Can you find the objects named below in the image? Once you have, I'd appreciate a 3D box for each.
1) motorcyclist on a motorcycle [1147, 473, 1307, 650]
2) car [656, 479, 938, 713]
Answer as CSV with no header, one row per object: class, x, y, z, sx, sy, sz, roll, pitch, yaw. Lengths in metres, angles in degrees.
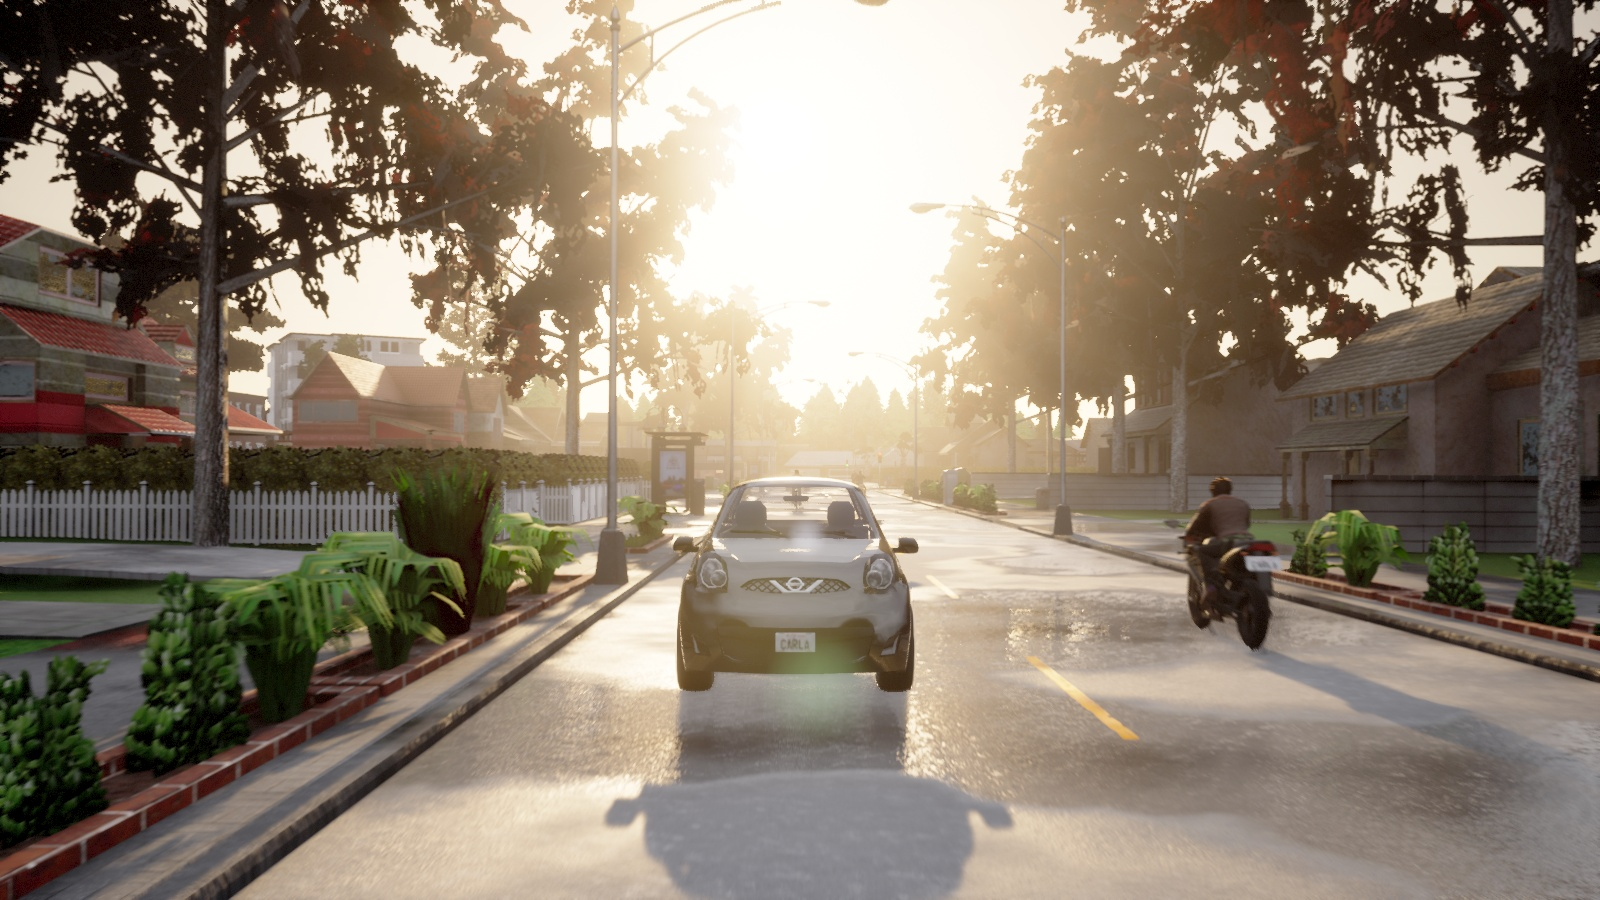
motorcyclist on a motorcycle,3.971,0.979,11.862,0.797,1.523,2.044,0,-1,0
car,-0.025,0.997,10.052,1.845,1.501,3.633,0,-1,0
